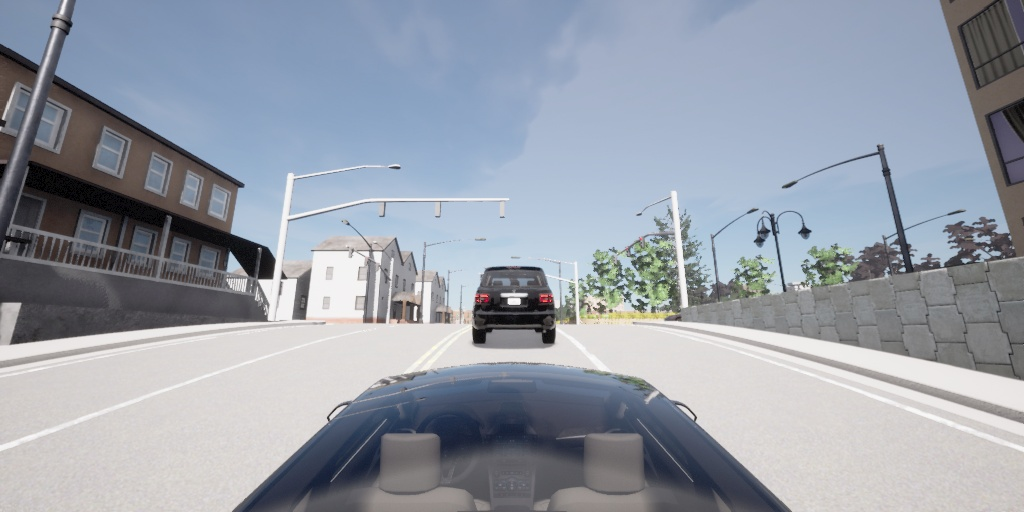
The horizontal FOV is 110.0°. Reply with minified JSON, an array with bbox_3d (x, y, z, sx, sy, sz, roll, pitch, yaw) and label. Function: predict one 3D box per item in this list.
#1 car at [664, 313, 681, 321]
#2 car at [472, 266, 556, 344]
[{"bbox_3d":[15.840,5.430,31.717,4.553,1.767,2.097,0,-12,0],"label":"car"},{"bbox_3d":[0.055,1.494,11.157,2.150,2.045,5.566,0,-7,0],"label":"car"}]
